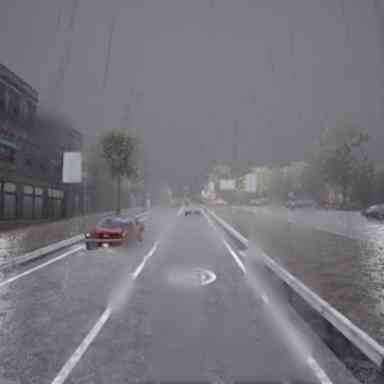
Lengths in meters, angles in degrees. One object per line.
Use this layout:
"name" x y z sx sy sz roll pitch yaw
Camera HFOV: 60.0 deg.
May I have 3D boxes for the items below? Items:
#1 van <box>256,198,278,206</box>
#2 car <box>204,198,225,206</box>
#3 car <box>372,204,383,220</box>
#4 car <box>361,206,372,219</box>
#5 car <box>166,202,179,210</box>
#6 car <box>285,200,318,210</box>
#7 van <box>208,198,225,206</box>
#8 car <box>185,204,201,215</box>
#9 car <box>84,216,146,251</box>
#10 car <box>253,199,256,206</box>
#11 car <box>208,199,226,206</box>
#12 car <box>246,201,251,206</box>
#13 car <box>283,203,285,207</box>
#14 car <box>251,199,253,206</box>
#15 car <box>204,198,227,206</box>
"van" 18.414 2.421 80.135 4.442 1.987 1.878 0 -2 0
"car" 6.180 2.834 92.824 5.566 2.045 2.435 0 -2 -1
"car" 18.693 1.834 28.560 4.892 1.521 2.231 0 -1 0
"car" 18.697 1.915 31.835 4.674 1.452 2.002 0 -1 0
"car" -3.325 2.319 56.866 1.994 1.385 4.181 0 -1 0
"car" 18.744 2.066 56.171 4.553 1.767 2.185 0 -1 0
"van" 6.325 2.628 86.636 4.442 1.987 1.878 0 -2 0
"car" 0.091 2.158 41.697 1.895 1.301 4.718 0 -1 0
"car" -3.354 1.805 15.191 1.895 1.301 4.718 0 -1 0
"car" 18.693 2.729 82.923 5.366 1.575 1.946 0 -2 0
"car" 6.265 2.624 83.596 4.553 1.767 2.185 0 -2 0
"car" 18.411 2.774 91.304 5.566 2.045 2.435 0 -2 -1
"car" 18.673 2.274 59.339 4.674 1.452 2.002 0 -1 0
"car" 18.672 2.815 85.583 5.366 1.575 1.946 0 -2 0
"car" 6.074 2.658 80.674 5.366 1.575 1.946 0 -2 0
